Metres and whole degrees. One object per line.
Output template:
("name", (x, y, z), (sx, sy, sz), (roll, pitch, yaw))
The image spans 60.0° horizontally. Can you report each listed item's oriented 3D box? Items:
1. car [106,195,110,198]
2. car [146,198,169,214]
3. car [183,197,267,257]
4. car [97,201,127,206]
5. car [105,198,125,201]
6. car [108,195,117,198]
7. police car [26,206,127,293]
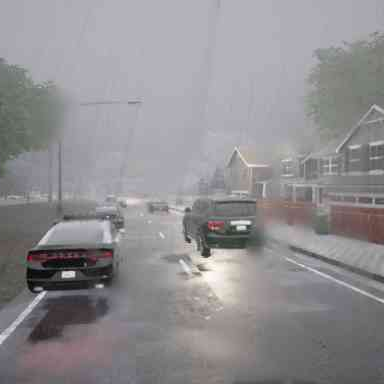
("car", (-14.719, 1.258, 60.314), (1.882, 1.535, 5.008), (0, 0, -19))
("car", (-3.591, 1.385, 34.312), (2.128, 1.511, 4.902), (0, 0, -14))
("car", (1.050, 1.199, 13.115), (2.150, 2.045, 5.566), (0, 0, -11))
("car", (-4.773, 1.466, 18.811), (1.837, 1.490, 4.892), (0, 0, -12))
("car", (-6.042, 1.465, 24.688), (1.812, 1.442, 4.674), (0, 0, -13))
("car", (-9.686, 1.462, 43.600), (1.895, 1.301, 4.718), (0, 0, -16))
("police car", (-2.886, 1.412, 9.084), (1.930, 1.638, 5.238), (0, 0, -10))
